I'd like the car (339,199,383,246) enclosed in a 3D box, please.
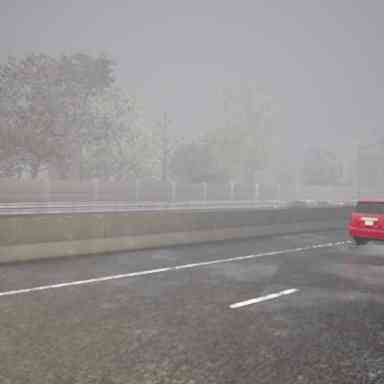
[{"bbox_3d":[9.095,1.305,14.530,5.566,2.045,2.150,0,0,-35],"label":"car"}]

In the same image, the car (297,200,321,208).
[{"bbox_3d":[13.539,1.733,35.129,4.181,1.385,1.994,0,0,-35],"label":"car"}]

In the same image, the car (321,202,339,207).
[{"bbox_3d":[14.763,1.765,31.706,4.718,1.301,1.895,0,0,-35],"label":"car"}]

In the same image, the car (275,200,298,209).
[{"bbox_3d":[11.609,1.675,38.052,4.892,1.490,1.837,0,0,-35],"label":"car"}]
